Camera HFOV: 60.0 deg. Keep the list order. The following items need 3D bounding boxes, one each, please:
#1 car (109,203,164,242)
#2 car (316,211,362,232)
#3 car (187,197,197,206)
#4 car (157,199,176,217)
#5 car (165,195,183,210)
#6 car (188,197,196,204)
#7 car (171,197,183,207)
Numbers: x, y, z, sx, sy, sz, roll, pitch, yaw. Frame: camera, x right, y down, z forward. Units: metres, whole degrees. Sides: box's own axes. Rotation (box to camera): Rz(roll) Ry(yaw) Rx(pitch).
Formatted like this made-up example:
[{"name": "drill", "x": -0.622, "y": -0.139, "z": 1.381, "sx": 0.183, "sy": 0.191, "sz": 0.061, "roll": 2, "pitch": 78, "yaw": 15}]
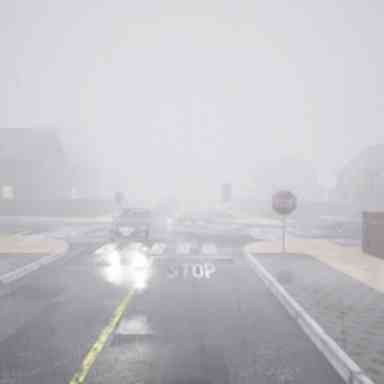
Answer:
[{"name": "car", "x": -2.852, "y": 1.551, "z": 16.890, "sx": 2.128, "sy": 1.511, "sz": 4.902, "roll": 0, "pitch": 0, "yaw": 0}, {"name": "car", "x": 10.404, "y": 1.824, "z": 20.917, "sx": 4.718, "sy": 1.301, "sz": 1.895, "roll": 1, "pitch": 1, "yaw": -1}, {"name": "car", "x": -0.028, "y": 2.019, "z": 63.262, "sx": 1.994, "sy": 1.385, "sz": 4.181, "roll": 0, "pitch": -1, "yaw": 0}, {"name": "car", "x": -2.864, "y": 1.688, "z": 33.011, "sx": 1.812, "sy": 1.442, "sz": 4.674, "roll": 0, "pitch": 0, "yaw": 0}, {"name": "car", "x": -2.863, "y": 1.497, "z": 46.801, "sx": 2.150, "sy": 2.045, "sz": 5.566, "roll": 0, "pitch": -1, "yaw": 0}, {"name": "car", "x": -0.033, "y": 1.914, "z": 73.271, "sx": 1.837, "sy": 1.490, "sz": 4.892, "roll": 0, "pitch": -1, "yaw": 0}, {"name": "car", "x": -2.789, "y": 1.799, "z": 62.625, "sx": 2.097, "sy": 1.767, "sz": 4.553, "roll": 0, "pitch": -1, "yaw": 0}]
